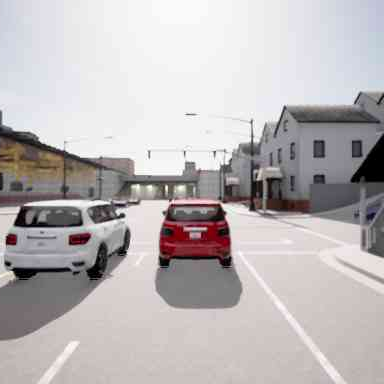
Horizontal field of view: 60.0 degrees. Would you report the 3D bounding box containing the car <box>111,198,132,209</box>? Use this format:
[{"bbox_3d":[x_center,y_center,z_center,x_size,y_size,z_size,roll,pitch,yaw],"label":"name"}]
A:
[{"bbox_3d":[-10.578,1.681,50.376,2.033,1.411,5.357,0,0,0],"label":"car"}]

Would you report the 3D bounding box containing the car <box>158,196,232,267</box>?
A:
[{"bbox_3d":[0.096,1.255,11.651,2.150,2.045,5.566,0,0,0],"label":"car"}]

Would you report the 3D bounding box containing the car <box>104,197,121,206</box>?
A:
[{"bbox_3d":[-14.032,1.662,59.304,1.837,1.490,4.892,0,0,0],"label":"car"}]

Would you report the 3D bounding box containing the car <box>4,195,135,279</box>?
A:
[{"bbox_3d":[-3.407,1.251,10.229,2.150,2.045,5.566,0,0,0],"label":"car"}]

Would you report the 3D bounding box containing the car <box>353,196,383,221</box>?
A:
[{"bbox_3d":[14.840,0.917,24.781,5.357,1.411,2.033,-16,0,-1],"label":"car"}]

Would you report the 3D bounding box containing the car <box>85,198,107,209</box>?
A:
[{"bbox_3d":[-14.077,1.655,48.949,1.812,1.442,4.674,0,0,0],"label":"car"}]

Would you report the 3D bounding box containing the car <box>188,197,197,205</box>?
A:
[{"bbox_3d":[0.103,1.702,66.072,1.812,1.442,4.674,0,0,0],"label":"car"}]

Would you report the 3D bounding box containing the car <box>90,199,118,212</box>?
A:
[{"bbox_3d":[-10.589,1.599,40.627,2.128,1.511,4.902,0,0,0],"label":"car"}]

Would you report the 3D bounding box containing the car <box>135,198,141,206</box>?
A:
[{"bbox_3d":[-10.522,1.709,60.666,2.033,1.411,5.357,0,0,0],"label":"car"}]

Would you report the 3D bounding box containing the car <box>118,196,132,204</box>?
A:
[{"bbox_3d":[-13.982,1.678,69.718,1.837,1.490,4.892,0,0,0],"label":"car"}]

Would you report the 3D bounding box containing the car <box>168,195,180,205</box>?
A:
[{"bbox_3d":[-3.484,1.525,65.164,2.097,1.767,4.553,0,0,0],"label":"car"}]
